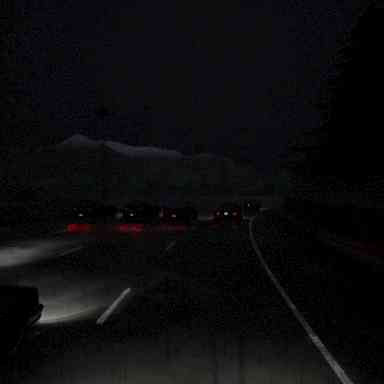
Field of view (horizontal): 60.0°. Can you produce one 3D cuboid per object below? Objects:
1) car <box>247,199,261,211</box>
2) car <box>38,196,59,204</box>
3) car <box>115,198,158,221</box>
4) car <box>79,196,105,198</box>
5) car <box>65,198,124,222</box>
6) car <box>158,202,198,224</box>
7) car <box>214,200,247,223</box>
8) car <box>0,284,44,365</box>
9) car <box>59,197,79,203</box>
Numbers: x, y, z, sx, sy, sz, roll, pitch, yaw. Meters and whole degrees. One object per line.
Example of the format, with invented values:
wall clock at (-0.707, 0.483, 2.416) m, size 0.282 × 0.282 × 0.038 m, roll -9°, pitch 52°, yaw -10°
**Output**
car at (7.511, 1.565, 41.963) m, size 1.994 × 1.385 × 4.181 m, roll 0°, pitch 0°, yaw 19°
car at (-22.189, 1.441, 52.943) m, size 1.837 × 1.490 × 4.892 m, roll 0°, pitch 0°, yaw 20°
car at (-3.946, 1.474, 26.766) m, size 2.128 × 1.511 × 4.902 m, roll 0°, pitch 0°, yaw 11°
car at (-14.964, 1.429, 52.388) m, size 1.882 × 1.535 × 5.008 m, roll 0°, pitch 0°, yaw 20°
car at (-7.578, 1.467, 26.439) m, size 2.128 × 1.511 × 4.902 m, roll 0°, pitch 0°, yaw 11°
car at (-0.753, 1.467, 24.931) m, size 1.882 × 1.535 × 5.008 m, roll 0°, pitch 0°, yaw 11°
car at (2.872, 1.544, 25.400) m, size 2.033 × 1.411 × 5.357 m, roll 0°, pitch 0°, yaw 12°
car at (-3.312, 1.539, 2.777) m, size 2.033 × 1.411 × 5.357 m, roll 0°, pitch 0°, yaw 2°
car at (-18.457, 1.507, 53.015) m, size 1.994 × 1.385 × 4.181 m, roll 0°, pitch 0°, yaw 20°
